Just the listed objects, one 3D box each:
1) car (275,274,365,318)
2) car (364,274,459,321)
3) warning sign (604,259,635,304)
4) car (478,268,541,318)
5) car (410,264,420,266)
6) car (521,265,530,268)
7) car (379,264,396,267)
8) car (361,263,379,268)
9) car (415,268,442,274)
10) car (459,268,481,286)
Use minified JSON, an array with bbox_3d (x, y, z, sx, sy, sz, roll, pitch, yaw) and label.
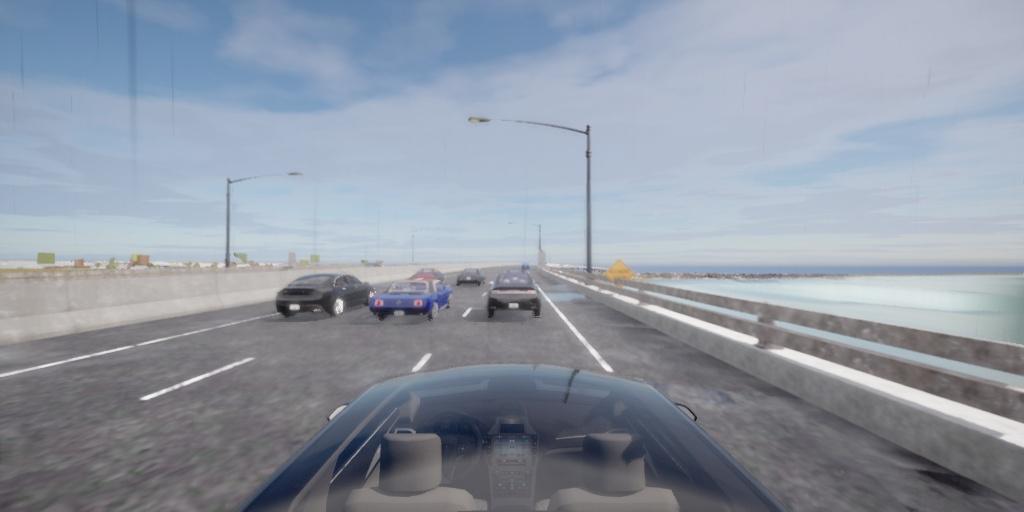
[{"bbox_3d":[-6.904,1.411,13.883,1.837,1.490,4.892,0,0,1],"label":"car"},{"bbox_3d":[-3.417,1.498,13.216,1.895,1.301,4.718,0,-1,1],"label":"car"},{"bbox_3d":[4.608,1.041,15.318,1.300,1.860,1.060,0,0,0],"label":"warning sign"},{"bbox_3d":[0.094,1.397,13.828,2.128,1.511,4.902,0,-1,1],"label":"car"},{"bbox_3d":[-16.508,2.053,60.483,1.837,1.490,4.892,0,-1,3],"label":"car"},{"bbox_3d":[0.282,1.673,29.043,1.994,1.385,4.181,0,-1,1],"label":"car"},{"bbox_3d":[-20.035,2.105,59.898,1.994,1.385,4.181,0,-1,3],"label":"car"},{"bbox_3d":[-23.525,1.897,60.072,2.097,1.767,4.553,0,-1,3],"label":"car"},{"bbox_3d":[-6.720,1.673,29.071,1.994,1.385,4.181,0,-1,1],"label":"car"},{"bbox_3d":[-3.222,1.673,29.046,1.994,1.385,4.181,0,-1,2],"label":"car"}]
